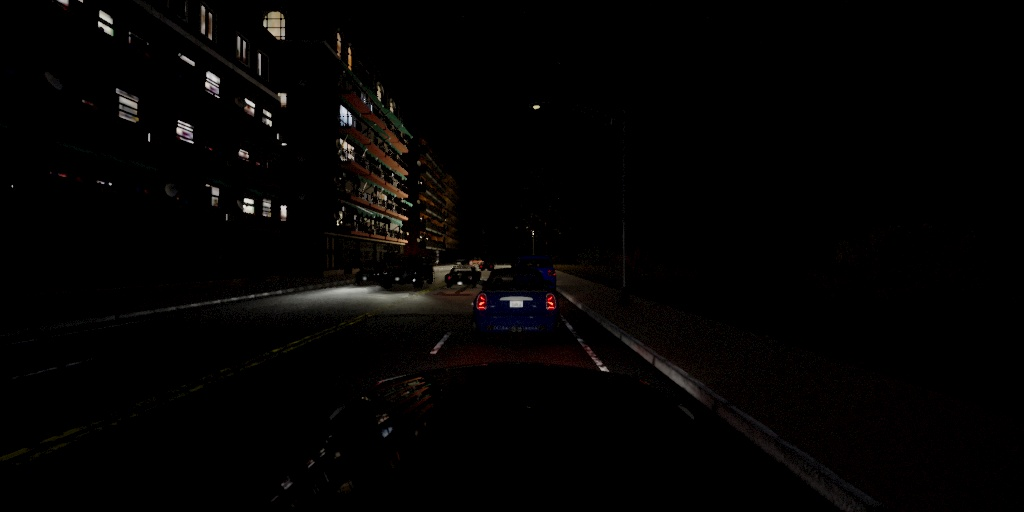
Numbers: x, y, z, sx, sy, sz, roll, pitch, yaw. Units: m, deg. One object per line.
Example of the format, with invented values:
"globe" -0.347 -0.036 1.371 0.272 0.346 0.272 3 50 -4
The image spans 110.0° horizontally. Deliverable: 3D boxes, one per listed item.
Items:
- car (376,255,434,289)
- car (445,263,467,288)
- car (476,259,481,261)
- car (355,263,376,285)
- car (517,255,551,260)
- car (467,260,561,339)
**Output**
"car" -6.600 0.978 23.381 2.150 2.045 5.566 0 0 0
"car" -3.149 1.358 24.012 1.895 1.301 4.718 0 0 0
"car" -3.146 1.361 46.144 1.895 1.301 4.718 0 0 0
"car" -9.850 1.249 26.435 2.128 1.511 4.902 0 0 0
"car" 1.137 0.981 19.786 2.150 2.045 5.566 0 0 0
"car" 0.098 1.105 10.211 2.097 1.767 4.553 0 0 0
